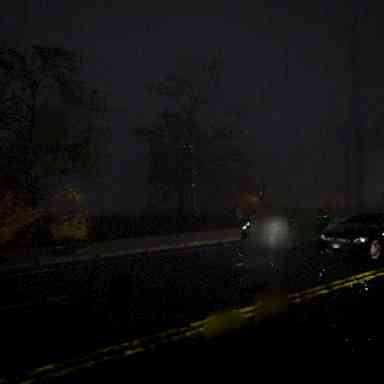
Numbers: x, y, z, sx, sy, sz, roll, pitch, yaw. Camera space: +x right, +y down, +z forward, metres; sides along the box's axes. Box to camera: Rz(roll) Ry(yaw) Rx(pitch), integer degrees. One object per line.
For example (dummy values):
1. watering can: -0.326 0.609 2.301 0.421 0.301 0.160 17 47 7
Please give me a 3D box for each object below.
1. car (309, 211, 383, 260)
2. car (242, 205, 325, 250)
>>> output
1. car: 6.694 1.509 12.433 4.674 1.442 1.812 -1 -1 -35
2. car: 4.350 1.402 14.761 4.553 1.767 2.097 -1 -1 -35
